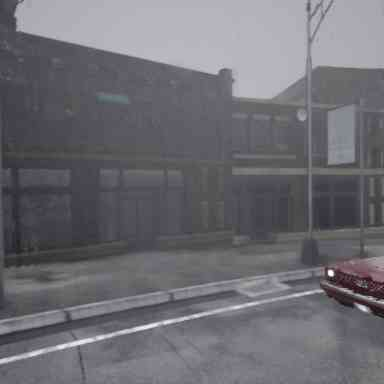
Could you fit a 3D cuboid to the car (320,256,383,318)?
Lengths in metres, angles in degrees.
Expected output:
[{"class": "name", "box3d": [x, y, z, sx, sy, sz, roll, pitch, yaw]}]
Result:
[{"class": "car", "box3d": [4.777, 1.567, 6.270, 4.718, 1.301, 1.895, 0, 1, -24]}]
